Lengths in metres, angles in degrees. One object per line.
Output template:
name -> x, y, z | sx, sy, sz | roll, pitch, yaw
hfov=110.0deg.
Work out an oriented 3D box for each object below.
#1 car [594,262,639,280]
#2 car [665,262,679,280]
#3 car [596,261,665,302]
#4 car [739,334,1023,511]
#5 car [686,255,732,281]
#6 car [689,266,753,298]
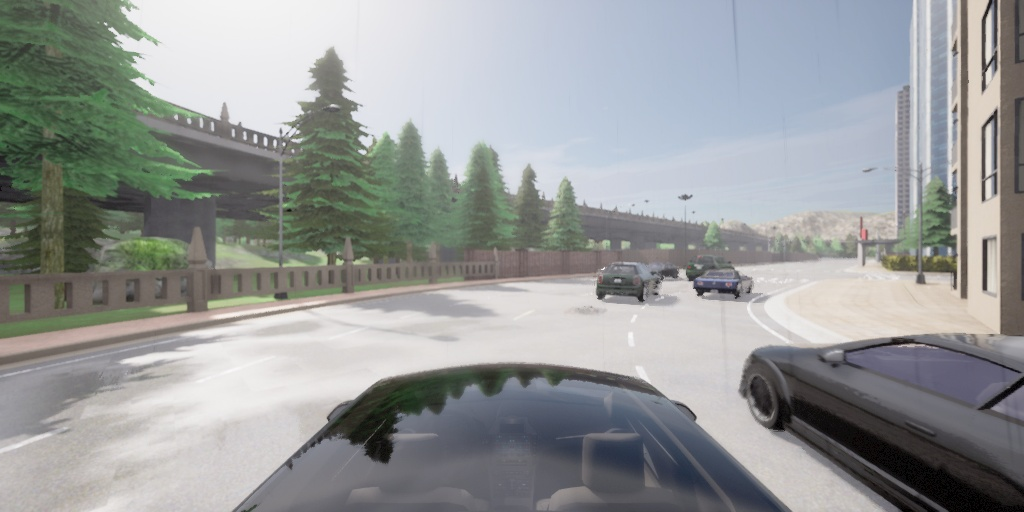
car -> 9.423, 1.280, 32.071 | 4.674, 1.442, 1.812 | 0, 0, -44
car -> 12.215, 1.247, 29.897 | 4.902, 1.511, 2.128 | 0, 0, -44
car -> 5.759, 1.105, 17.386 | 2.097, 1.767, 4.553 | 0, 0, 33
car -> 3.803, 1.313, 2.872 | 1.994, 1.385, 4.181 | 0, 0, 4
car -> 15.548, 0.975, 28.018 | 5.566, 2.045, 2.150 | 0, 0, -45
car -> 10.962, 1.353, 18.412 | 1.895, 1.301, 4.718 | 0, 0, 42
